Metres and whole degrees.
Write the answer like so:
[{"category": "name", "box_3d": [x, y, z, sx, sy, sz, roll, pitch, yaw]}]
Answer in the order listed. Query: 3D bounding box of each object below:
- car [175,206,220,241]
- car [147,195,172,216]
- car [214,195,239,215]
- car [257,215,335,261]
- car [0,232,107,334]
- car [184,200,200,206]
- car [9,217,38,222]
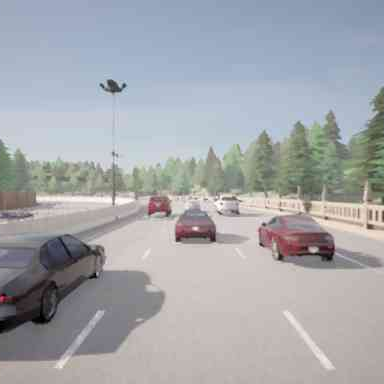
[{"category": "car", "box_3d": [0.173, 1.630, 17.099, 1.994, 1.385, 4.181, 0, 0, 0]}, {"category": "car", "box_3d": [-3.303, 1.370, 34.405, 2.150, 2.045, 5.566, 0, 0, -1]}, {"category": "car", "box_3d": [3.681, 1.345, 35.879, 2.150, 2.045, 5.566, 0, 0, -1]}, {"category": "car", "box_3d": [3.652, 1.557, 12.262, 1.812, 1.442, 4.674, 0, 0, 0]}, {"category": "car", "box_3d": [-3.374, 1.591, 7.183, 2.033, 1.411, 5.357, 0, 0, 0]}, {"category": "car", "box_3d": [-0.046, 1.682, 40.672, 1.812, 1.442, 4.674, 0, 0, -4]}, {"category": "car", "box_3d": [-10.427, 1.720, 18.886, 1.895, 1.301, 4.718, 0, 0, 1]}]
